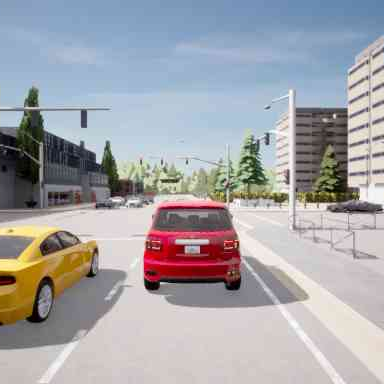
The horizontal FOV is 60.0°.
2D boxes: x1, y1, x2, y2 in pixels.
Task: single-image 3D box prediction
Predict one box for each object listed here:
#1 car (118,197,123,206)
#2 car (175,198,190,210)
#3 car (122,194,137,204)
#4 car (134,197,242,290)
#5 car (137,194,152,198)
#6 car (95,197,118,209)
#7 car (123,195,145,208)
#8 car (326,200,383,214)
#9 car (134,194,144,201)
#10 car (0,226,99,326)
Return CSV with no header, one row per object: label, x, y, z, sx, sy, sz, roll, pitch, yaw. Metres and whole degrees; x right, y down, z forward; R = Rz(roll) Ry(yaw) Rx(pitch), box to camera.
car,-12.035,1.526,53.789,1.812,1.442,4.674,0,0,-1
car,-1.300,1.526,43.010,1.812,1.442,4.674,-1,0,-3
car,-12.304,1.352,65.571,2.097,1.767,4.553,0,0,-1
car,0.011,1.221,9.196,2.150,2.045,5.566,0,0,0
car,-8.653,1.505,58.741,1.837,1.490,4.892,0,0,-1
car,-11.796,1.564,45.354,1.994,1.385,4.181,0,0,-2
car,-8.385,1.526,48.657,1.812,1.442,4.674,0,0,-1
car,16.980,1.547,34.822,5.357,1.411,2.033,0,0,-2
car,-12.685,1.324,80.168,1.837,1.490,4.892,0,0,-2
car,-3.482,1.478,7.207,1.882,1.535,5.008,0,0,0
